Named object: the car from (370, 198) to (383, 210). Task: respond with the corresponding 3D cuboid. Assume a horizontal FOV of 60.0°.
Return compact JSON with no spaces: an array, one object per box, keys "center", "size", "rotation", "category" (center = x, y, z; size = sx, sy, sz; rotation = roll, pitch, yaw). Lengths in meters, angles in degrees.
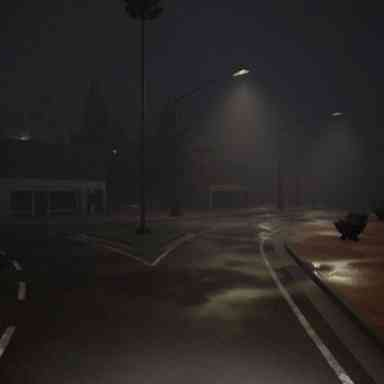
[{"center":[24.277,1.496,42.513],"size":[2.128,1.511,4.902],"rotation":[0,0,44],"category":"car"}]
